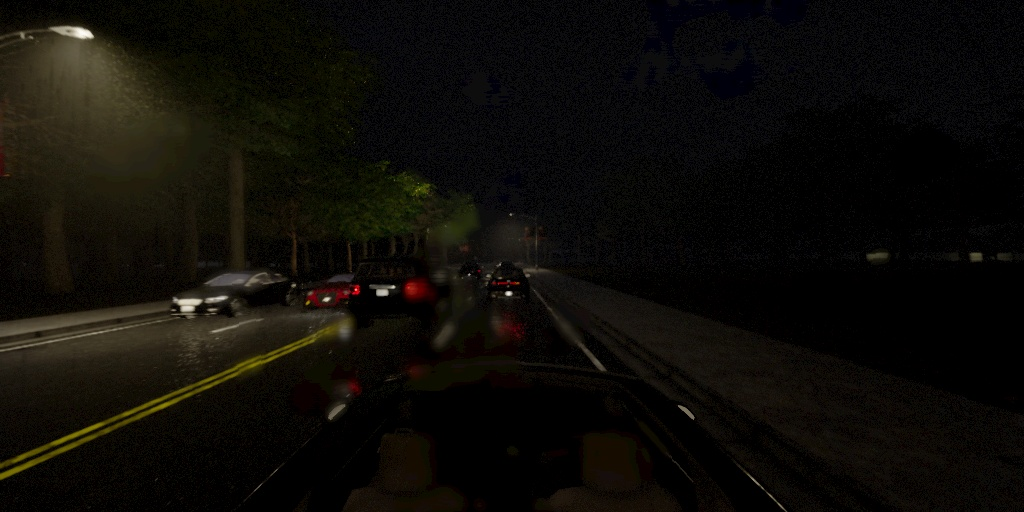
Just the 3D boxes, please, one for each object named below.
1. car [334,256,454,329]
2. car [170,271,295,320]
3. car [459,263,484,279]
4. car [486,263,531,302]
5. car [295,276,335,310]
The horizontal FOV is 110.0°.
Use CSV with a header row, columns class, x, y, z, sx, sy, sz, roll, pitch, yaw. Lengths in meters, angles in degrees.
class,x,y,z,sx,sy,sz,roll,pitch,yaw
car,-3.307,1.018,11.689,2.150,2.045,5.566,-1,0,-1
car,-10.038,1.363,13.497,2.128,1.511,4.902,-1,0,-1
car,-3.704,1.339,33.010,1.837,1.490,4.892,-1,0,-1
car,-0.170,1.277,17.152,1.837,1.490,4.892,-1,0,-1
car,-6.817,1.403,15.133,1.994,1.385,4.181,-1,0,-1
